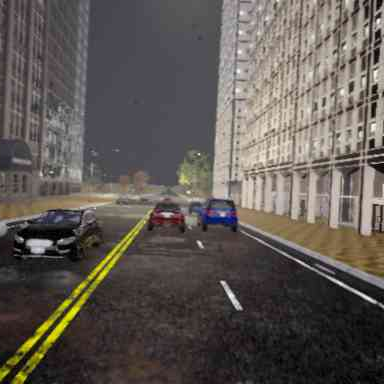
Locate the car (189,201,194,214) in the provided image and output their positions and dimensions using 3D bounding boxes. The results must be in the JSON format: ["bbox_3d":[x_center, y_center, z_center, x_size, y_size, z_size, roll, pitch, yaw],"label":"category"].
[{"bbox_3d":[0.503,1.694,37.087,1.812,1.442,4.674,3,0,-3],"label":"car"}]

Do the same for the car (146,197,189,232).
[{"bbox_3d":[-1.544,1.358,20.784,2.097,1.767,4.553,3,0,-4],"label":"car"}]

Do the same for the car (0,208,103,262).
[{"bbox_3d":[-4.347,1.322,11.488,2.128,1.511,4.902,3,0,-4],"label":"car"}]

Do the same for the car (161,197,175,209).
[{"bbox_3d":[-3.453,1.533,47.726,1.812,1.442,4.674,3,0,-4],"label":"car"}]

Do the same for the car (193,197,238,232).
[{"bbox_3d":[1.593,1.391,21.943,2.150,2.045,5.566,3,0,-4],"label":"car"}]

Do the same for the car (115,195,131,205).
[{"bbox_3d":[-10.288,1.222,50.161,2.033,1.411,5.357,3,0,-3],"label":"car"}]

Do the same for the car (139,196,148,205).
[{"bbox_3d":[-7.159,1.399,51.896,1.994,1.385,4.181,3,0,-4],"label":"car"}]
